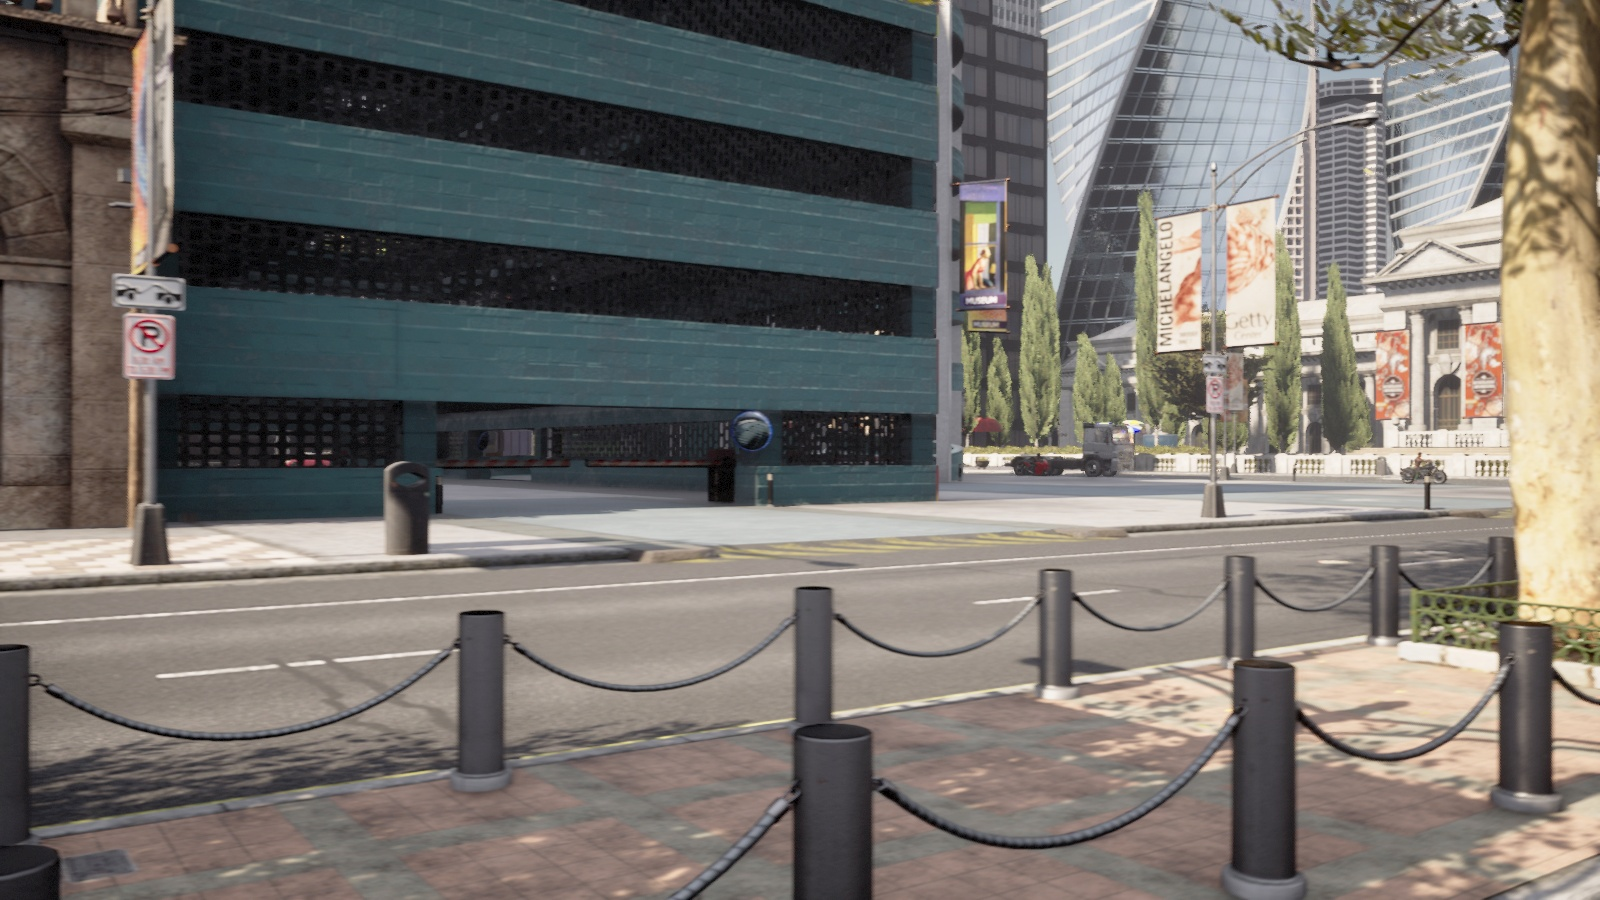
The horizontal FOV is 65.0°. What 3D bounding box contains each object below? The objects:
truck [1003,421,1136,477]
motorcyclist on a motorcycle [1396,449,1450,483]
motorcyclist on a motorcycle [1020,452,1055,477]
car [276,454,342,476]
[{"bbox_3d":[17.411,-0.074,81.369,7.936,3.462,2.891,0,0,38],"label":"truck"},{"bbox_3d":[31.405,0.784,63.296,0.766,1.649,2.350,0,0,-35],"label":"motorcyclist on a motorcycle"},{"bbox_3d":[14.923,0.889,78.870,2.044,1.523,0.797,0,0,40],"label":"motorcyclist on a motorcycle"},{"bbox_3d":[-33.249,0.989,85.002,3.806,1.475,1.970,0,0,-34],"label":"car"}]
